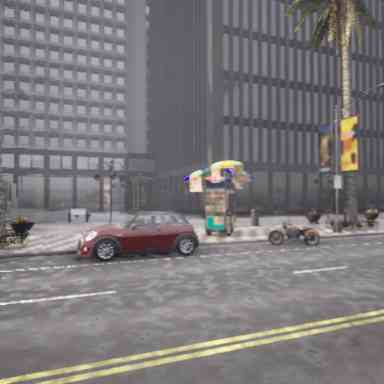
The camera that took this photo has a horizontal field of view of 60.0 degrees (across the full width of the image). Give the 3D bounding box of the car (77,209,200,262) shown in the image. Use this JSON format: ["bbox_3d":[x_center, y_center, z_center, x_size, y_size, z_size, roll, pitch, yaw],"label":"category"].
[{"bbox_3d":[-2.075,1.556,13.035,4.553,1.767,2.185,0,-1,-22],"label":"car"}]
